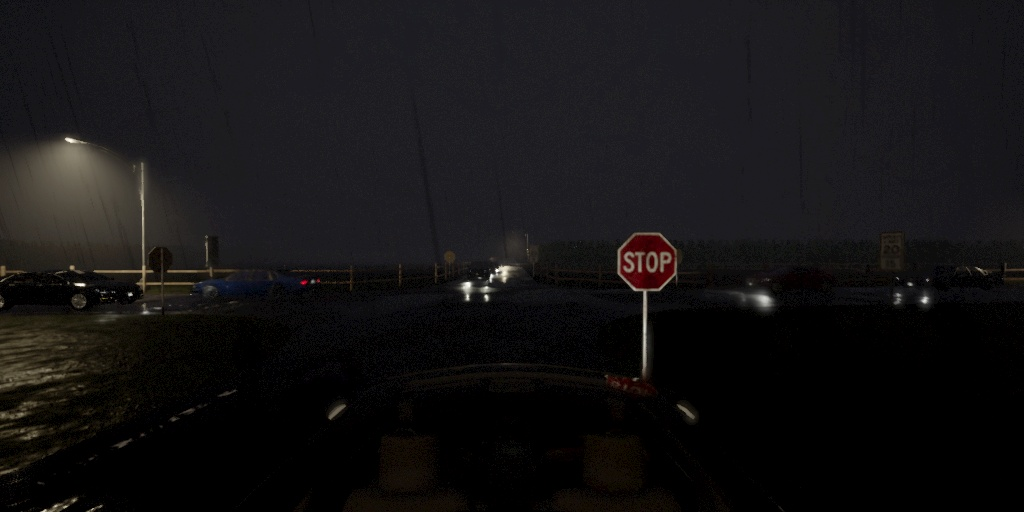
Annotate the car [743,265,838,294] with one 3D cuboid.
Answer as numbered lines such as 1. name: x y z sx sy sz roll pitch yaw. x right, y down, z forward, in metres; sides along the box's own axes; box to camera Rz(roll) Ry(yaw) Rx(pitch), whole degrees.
1. car: 15.104 1.230 19.496 4.674 1.442 1.812 0 1 -7

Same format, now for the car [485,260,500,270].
1. car: -2.928 1.304 54.306 1.895 1.301 4.718 0 0 0

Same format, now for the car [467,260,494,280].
1. car: -2.875 1.208 31.684 1.882 1.535 5.008 0 0 -1

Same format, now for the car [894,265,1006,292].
1. car: 25.307 1.240 20.750 5.357 1.411 2.033 0 1 -8

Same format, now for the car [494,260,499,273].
1. car: -2.930 1.284 41.671 1.994 1.385 4.181 0 0 0

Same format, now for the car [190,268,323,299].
1. car: -12.205 1.294 17.383 5.357 1.411 2.033 0 1 -1

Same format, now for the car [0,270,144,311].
1. car: -17.577 1.291 14.147 4.892 1.490 1.837 0 1 -2
